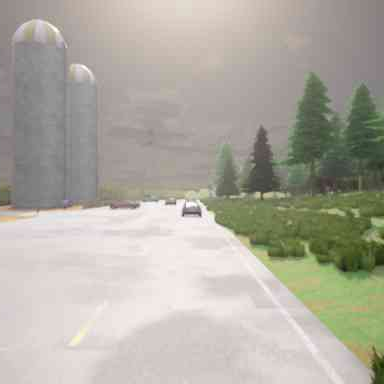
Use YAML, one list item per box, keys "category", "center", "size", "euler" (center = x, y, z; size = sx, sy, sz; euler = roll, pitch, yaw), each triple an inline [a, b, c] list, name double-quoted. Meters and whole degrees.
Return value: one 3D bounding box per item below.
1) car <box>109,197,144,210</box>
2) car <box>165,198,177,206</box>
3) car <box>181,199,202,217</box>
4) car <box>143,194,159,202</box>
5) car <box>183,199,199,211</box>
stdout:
- category: "car"
  center: [-9.190, 1.670, 45.754]
  size: [4.181, 1.381, 1.994]
  euler: [0, 0, -1]
- category: "car"
  center: [-3.671, 1.718, 58.588]
  size: [1.994, 1.385, 4.181]
  euler: [0, 0, 0]
- category: "car"
  center: [-0.021, 1.645, 32.973]
  size: [1.994, 1.385, 4.181]
  euler: [0, 0, 0]
- category: "car"
  center: [-9.774, 1.684, 78.762]
  size: [3.988, 1.617, 1.851]
  euler: [0, 0, -1]
- category: "car"
  center: [-0.083, 1.657, 44.852]
  size: [2.033, 1.411, 5.357]
  euler: [0, 0, 0]
